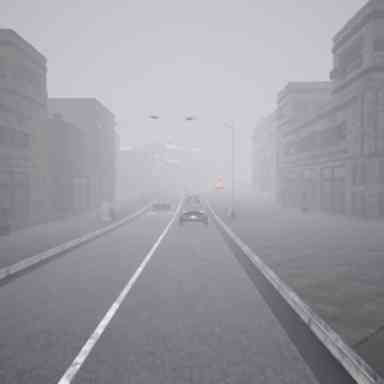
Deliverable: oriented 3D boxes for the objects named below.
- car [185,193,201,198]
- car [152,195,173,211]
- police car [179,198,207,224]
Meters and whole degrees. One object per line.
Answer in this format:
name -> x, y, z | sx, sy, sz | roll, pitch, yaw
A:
car -> 0.076, 0.794, 42.462 | 2.163, 1.488, 4.792 | 0, 3, 0
car -> -3.113, 1.106, 35.826 | 1.882, 1.535, 5.008 | 0, 2, 0
police car -> 0.087, 1.454, 24.380 | 2.038, 1.542, 4.974 | 0, 1, 0
